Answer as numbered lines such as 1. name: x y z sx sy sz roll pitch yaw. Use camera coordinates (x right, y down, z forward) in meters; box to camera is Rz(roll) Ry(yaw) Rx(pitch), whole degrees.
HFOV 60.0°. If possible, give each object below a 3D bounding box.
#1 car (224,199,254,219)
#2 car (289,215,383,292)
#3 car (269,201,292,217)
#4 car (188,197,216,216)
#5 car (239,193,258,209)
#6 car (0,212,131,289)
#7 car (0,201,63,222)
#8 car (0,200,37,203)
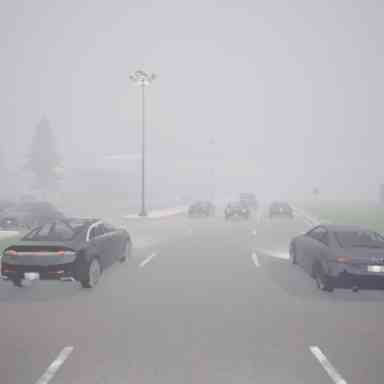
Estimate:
1. car: 3.934 1.516 28.106 1.895 1.301 4.718 0 0 12
2. car: 3.937 1.535 8.813 1.994 1.385 4.181 0 0 5
3. car: 8.025 1.470 30.341 1.994 1.385 4.181 0 0 12
4. car: 0.996 1.455 31.046 2.033 1.411 5.357 0 0 13
5. car: 7.110 1.093 42.295 2.150 2.045 5.566 0 0 12
6. car: -3.041 1.466 9.113 2.128 1.511 4.902 0 0 4
7. car: -9.861 1.509 20.768 1.994 1.385 4.181 0 0 15
8. car: -12.297 1.437 25.427 1.837 1.490 4.892 0 0 13
